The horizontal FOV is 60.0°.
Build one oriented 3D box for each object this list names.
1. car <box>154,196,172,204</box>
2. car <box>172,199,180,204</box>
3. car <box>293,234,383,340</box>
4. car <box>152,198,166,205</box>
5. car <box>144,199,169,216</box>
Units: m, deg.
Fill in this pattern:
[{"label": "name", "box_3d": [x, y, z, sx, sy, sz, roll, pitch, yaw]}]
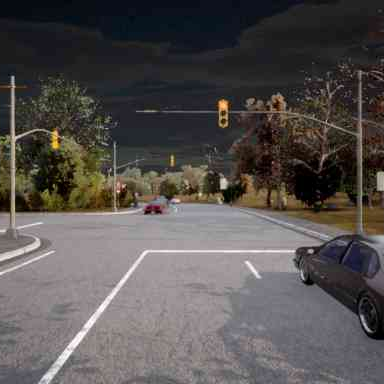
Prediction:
[{"label": "car", "box_3d": [-4.269, 1.640, 48.237, 1.837, 1.490, 4.892, 0, 0, -2]}, {"label": "car", "box_3d": [-4.423, 2.365, 83.323, 1.812, 1.442, 4.674, 0, -1, -22]}, {"label": "car", "box_3d": [3.609, 1.547, 6.472, 2.033, 1.411, 5.357, 0, 0, 0]}, {"label": "car", "box_3d": [-8.292, 2.353, 83.522, 1.882, 1.535, 5.008, 0, -1, -25]}, {"label": "car", "box_3d": [-3.672, 1.608, 33.149, 1.895, 1.301, 4.718, 0, 0, -1]}]
